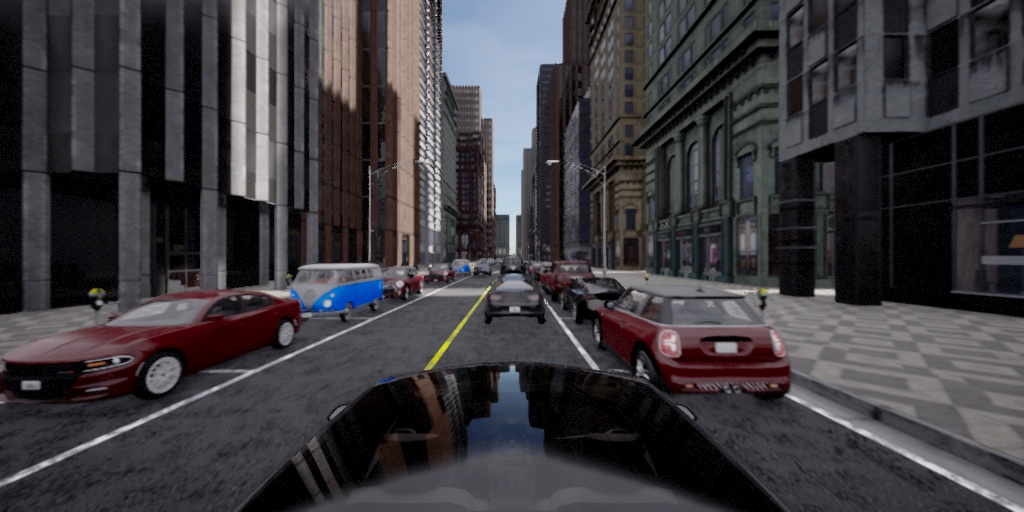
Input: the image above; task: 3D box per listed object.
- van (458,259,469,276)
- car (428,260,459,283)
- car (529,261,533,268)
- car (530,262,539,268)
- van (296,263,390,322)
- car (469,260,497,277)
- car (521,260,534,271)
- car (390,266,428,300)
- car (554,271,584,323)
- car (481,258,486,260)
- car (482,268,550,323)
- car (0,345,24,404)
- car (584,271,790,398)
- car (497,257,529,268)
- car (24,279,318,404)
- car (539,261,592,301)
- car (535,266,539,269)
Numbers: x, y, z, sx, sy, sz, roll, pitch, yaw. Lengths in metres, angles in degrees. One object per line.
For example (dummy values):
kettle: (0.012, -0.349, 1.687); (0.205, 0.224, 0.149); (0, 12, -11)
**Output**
van: (-5.761, 1.275, 40.362); (1.690, 1.789, 3.998); (0, 0, 0)
car: (-5.762, 1.320, 29.089); (1.967, 1.591, 4.097); (0, 0, 0)
car: (2.764, 1.374, 40.369); (1.967, 1.591, 4.097); (0, 0, 0)
car: (2.763, 1.446, 29.098); (1.948, 1.339, 4.313); (0, 0, 0)
van: (-5.762, 1.141, 12.179); (1.690, 1.789, 3.998); (0, 0, 0)
car: (-3.097, 1.475, 38.807); (2.033, 1.411, 5.357); (0, 0, 0)
car: (2.362, 1.497, 57.253); (1.882, 1.535, 5.008); (0, 0, 0)
car: (-5.762, 1.267, 17.816); (1.967, 1.591, 4.097); (0, 0, 0)
car: (2.763, 1.365, 12.188); (1.948, 1.339, 4.313); (0, 0, 0)
car: (-5.761, 1.489, 62.908); (1.967, 1.591, 4.097); (0, 0, 0)
car: (0.086, 1.326, 12.293); (1.812, 1.442, 4.674); (0, 0, 0)
car: (-5.763, 1.061, 0.905); (2.192, 1.841, 5.009); (0, 0, 0)
car: (2.763, 1.213, 6.552); (1.967, 1.591, 4.097); (0, 0, 0)
car: (0.095, 1.115, 31.691); (2.150, 2.045, 5.566); (0, 0, 0)
car: (-5.762, 1.318, 6.543); (1.888, 1.381, 4.507); (0, 0, 0)
car: (2.763, 1.141, 17.825); (2.192, 1.841, 5.009); (0, 0, 0)
car: (2.763, 1.398, 23.461); (1.888, 1.381, 4.507); (0, 0, 0)
